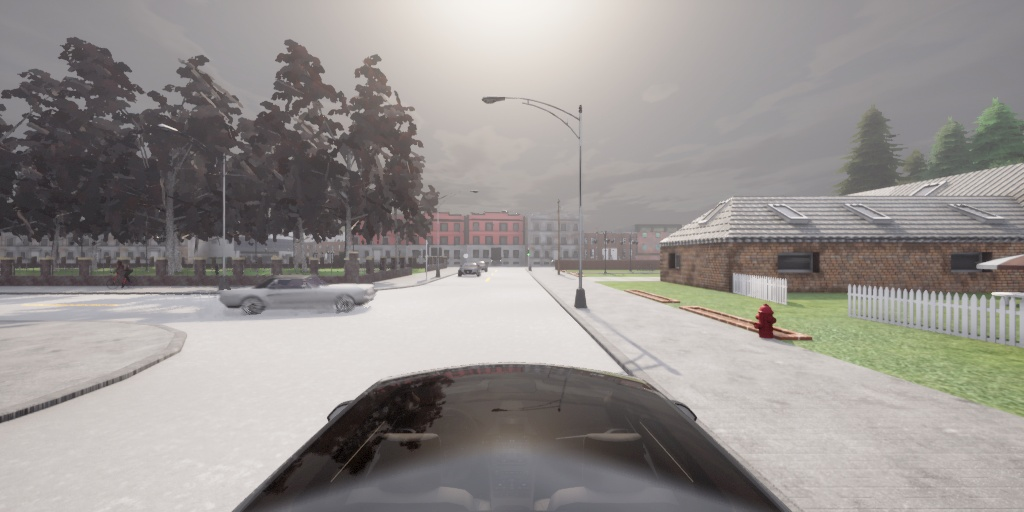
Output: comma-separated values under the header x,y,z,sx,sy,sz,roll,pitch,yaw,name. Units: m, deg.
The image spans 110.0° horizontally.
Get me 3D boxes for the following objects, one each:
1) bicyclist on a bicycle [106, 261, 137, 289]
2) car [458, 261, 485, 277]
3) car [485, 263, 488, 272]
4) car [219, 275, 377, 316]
x,y,z,sx,sy,sz,roll,pitch,yaw,name
-22.656,1.098,20.842,0.582,1.620,1.656,0,0,0,bicyclist on a bicycle
-4.124,1.312,35.596,1.994,1.385,4.181,0,0,0,car
-4.108,1.312,45.581,1.994,1.385,4.181,0,0,0,car
-7.519,1.350,13.111,4.718,1.301,1.895,0,0,-11,car
